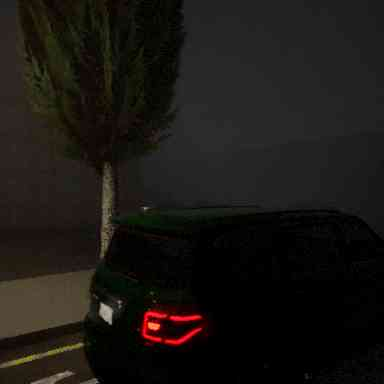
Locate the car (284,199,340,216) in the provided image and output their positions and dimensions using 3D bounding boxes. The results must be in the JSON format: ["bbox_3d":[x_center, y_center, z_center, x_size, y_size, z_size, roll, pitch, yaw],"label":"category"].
[{"bbox_3d":[11.888,1.478,33.199,2.128,1.511,4.902,0,0,-35],"label":"car"}]

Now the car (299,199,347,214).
[{"bbox_3d":[14.111,1.510,36.102,1.812,1.442,4.674,0,0,-35],"label":"car"}]

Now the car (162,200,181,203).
[{"bbox_3d":[-2.011,1.555,34.373,1.994,1.385,4.181,0,0,-35],"label":"car"}]

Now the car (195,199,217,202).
[{"bbox_3d":[1.859,1.479,34.952,2.128,1.511,4.902,0,0,-35],"label":"car"}]

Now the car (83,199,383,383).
[{"bbox_3d":[1.359,1.222,4.723,5.566,2.045,2.150,0,0,-36],"label":"car"}]

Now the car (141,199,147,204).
[{"bbox_3d":[-8.373,1.551,49.534,1.994,1.385,4.181,0,0,-35],"label":"car"}]
